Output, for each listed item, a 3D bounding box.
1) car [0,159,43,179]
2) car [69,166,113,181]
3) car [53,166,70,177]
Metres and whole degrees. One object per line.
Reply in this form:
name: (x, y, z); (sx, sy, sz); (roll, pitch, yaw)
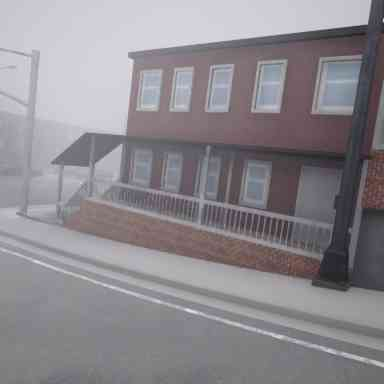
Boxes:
car: (-17.428, -2.140, 32.495); (2.033, 1.411, 5.357); (11, 6, 37)
car: (-11.787, -2.176, 40.302); (1.837, 1.490, 4.892); (11, 6, 35)
car: (-14.707, -2.667, 42.188); (2.033, 1.411, 5.357); (11, 6, 35)
